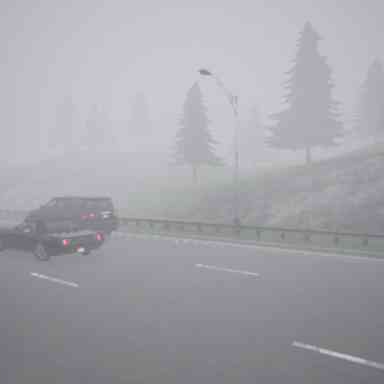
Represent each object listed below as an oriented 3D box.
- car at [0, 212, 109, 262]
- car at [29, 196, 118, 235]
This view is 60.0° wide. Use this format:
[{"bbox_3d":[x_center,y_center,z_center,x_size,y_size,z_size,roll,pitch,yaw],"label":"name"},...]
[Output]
[{"bbox_3d":[-5.440,1.602,12.178,4.718,1.301,1.895,0,0,35],"label":"car"},{"bbox_3d":[-6.201,1.224,16.984,5.566,2.045,2.150,0,0,35],"label":"car"}]
